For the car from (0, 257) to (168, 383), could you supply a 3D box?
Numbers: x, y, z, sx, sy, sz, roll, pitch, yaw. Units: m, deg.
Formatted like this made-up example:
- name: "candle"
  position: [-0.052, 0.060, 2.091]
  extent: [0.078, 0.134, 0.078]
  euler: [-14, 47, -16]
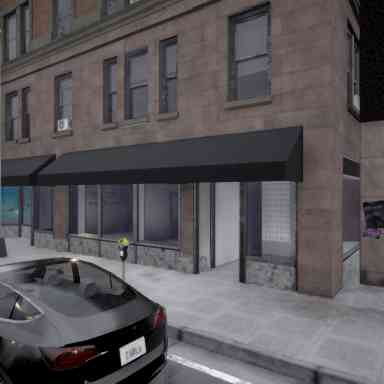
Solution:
- name: "car"
  position: [-2.260, 1.566, 4.413]
  extent: [4.313, 1.339, 1.947]
  euler: [0, 0, 35]
